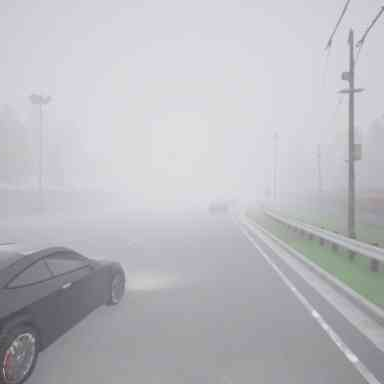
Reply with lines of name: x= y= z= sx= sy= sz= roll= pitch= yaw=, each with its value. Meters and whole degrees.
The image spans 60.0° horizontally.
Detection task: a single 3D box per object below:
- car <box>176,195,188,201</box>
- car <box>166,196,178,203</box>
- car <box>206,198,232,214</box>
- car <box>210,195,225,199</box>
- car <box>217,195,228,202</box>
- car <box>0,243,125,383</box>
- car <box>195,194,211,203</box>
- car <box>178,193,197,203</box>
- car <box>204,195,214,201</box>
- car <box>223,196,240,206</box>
car: x=-2.644 y=1.573 z=85.471 sx=2.033 sy=1.411 sz=5.357 roll=0 pitch=0 yaw=10
car: x=-4.472 y=1.704 z=75.212 sx=2.033 sy=1.411 sz=5.357 roll=0 pitch=0 yaw=10
car: x=3.063 y=1.696 z=36.911 sx=1.895 sy=1.301 sz=4.718 roll=0 pitch=0 yaw=10
car: x=5.865 y=1.704 z=73.371 sx=2.128 sy=1.511 sz=4.902 roll=0 pitch=0 yaw=10
car: x=7.693 y=1.573 z=83.630 sx=2.128 sy=1.511 sz=4.902 roll=0 pitch=0 yaw=10
car: x=-2.628 y=1.534 z=5.247 sx=1.812 sy=1.442 sz=4.674 roll=0 pitch=0 yaw=10
car: x=2.493 y=1.700 z=74.395 sx=1.812 sy=1.442 sz=4.674 roll=0 pitch=0 yaw=10
car: x=-1.020 y=1.394 z=74.629 sx=2.150 sy=2.045 sz=5.566 roll=0 pitch=0 yaw=10
car: x=4.247 y=1.521 z=84.244 sx=1.882 sy=1.535 sz=5.008 roll=0 pitch=0 yaw=10
car: x=6.983 y=1.756 z=59.122 sx=1.895 sy=1.301 sz=4.718 roll=0 pitch=0 yaw=10
